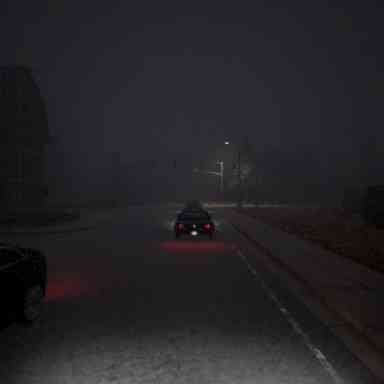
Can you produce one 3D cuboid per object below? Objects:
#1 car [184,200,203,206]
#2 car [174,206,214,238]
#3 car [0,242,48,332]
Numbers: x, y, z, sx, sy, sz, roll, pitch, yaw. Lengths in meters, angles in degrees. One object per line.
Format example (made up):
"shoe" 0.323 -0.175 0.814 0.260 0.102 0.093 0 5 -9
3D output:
"car" 0.104 1.558 33.485 1.812 1.442 4.674 0 0 0
"car" 0.107 1.620 17.667 1.895 1.301 4.718 0 0 0
"car" -3.594 1.483 4.265 2.128 1.511 4.902 0 1 0
